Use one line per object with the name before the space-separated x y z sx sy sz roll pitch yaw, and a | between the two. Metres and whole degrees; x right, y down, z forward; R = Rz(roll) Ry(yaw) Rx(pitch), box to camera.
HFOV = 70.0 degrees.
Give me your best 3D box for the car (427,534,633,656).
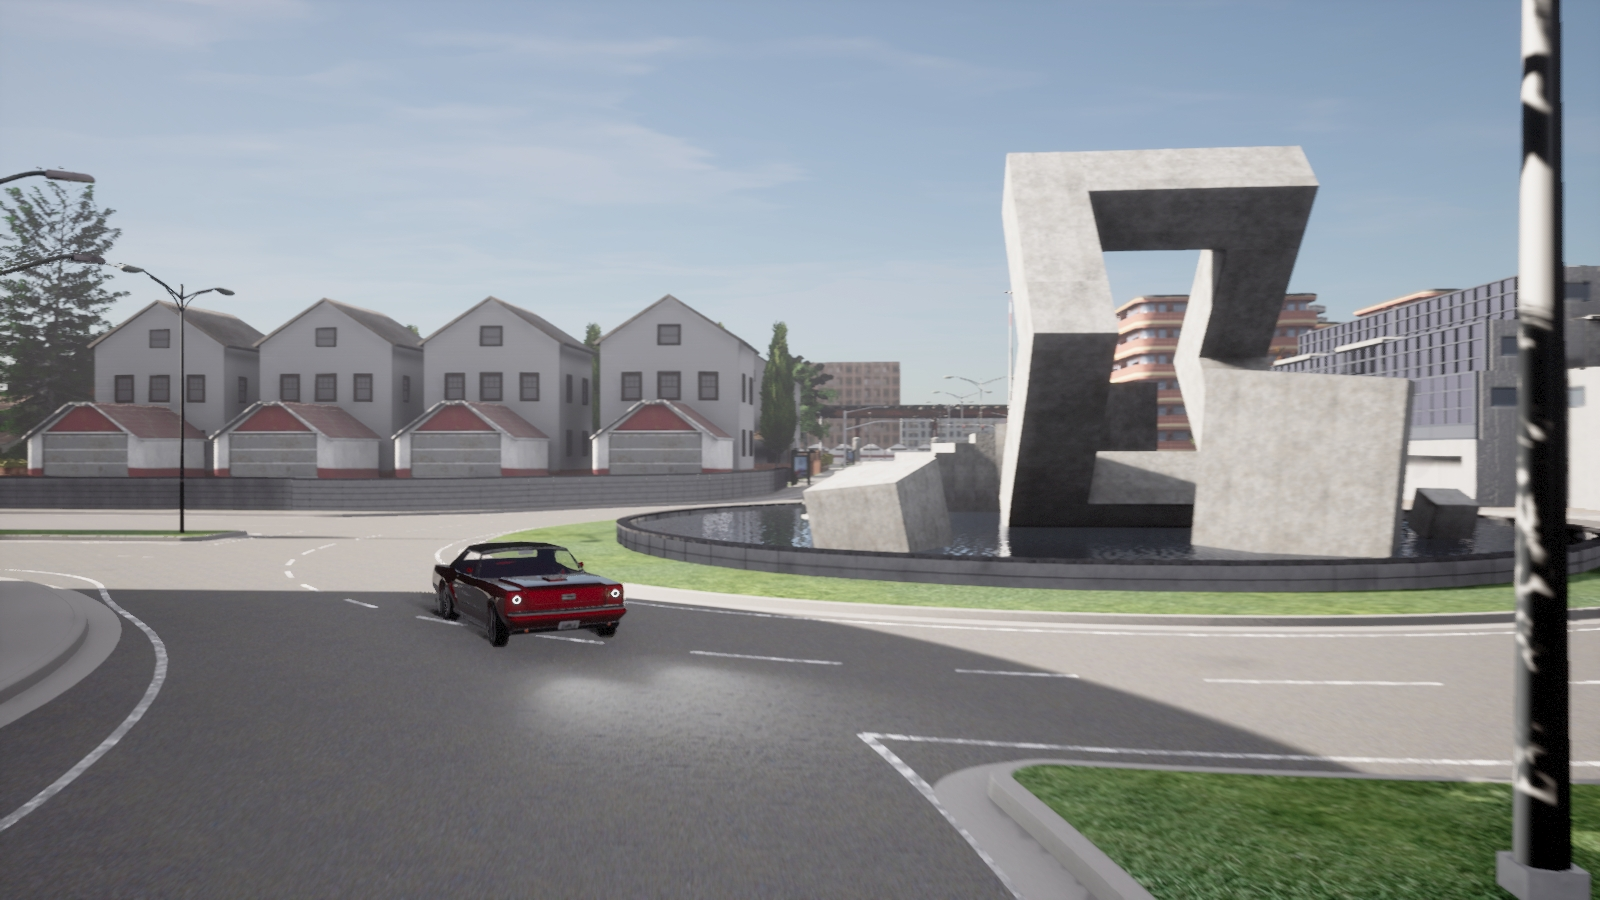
car | -4.416 2.157 18.070 1.895 1.301 4.718 0 0 -30
